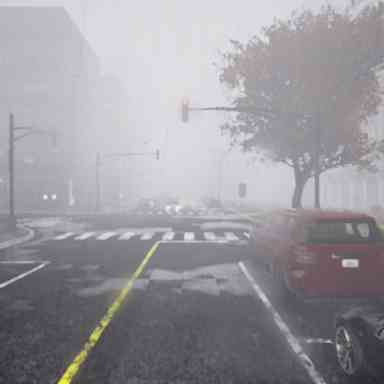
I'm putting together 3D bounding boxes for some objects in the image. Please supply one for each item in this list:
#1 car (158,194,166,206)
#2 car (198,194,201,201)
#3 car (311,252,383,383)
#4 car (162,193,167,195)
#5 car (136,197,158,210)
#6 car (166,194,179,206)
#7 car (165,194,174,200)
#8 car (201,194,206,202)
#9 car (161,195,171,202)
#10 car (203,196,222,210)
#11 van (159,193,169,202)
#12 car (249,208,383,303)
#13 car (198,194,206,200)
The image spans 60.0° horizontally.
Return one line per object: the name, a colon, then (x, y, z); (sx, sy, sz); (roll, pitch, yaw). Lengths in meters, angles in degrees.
car: (-5.676, 1.403, 51.509); (2.008, 1.369, 4.403); (0, 0, 0)
car: (2.708, 1.401, 68.103); (1.802, 1.307, 4.206); (0, 0, 0)
car: (2.693, 1.557, 2.529); (1.947, 1.339, 4.313); (0, 0, 0)
car: (-5.673, 1.270, 62.573); (1.967, 1.590, 4.097); (0, 0, 0)
car: (-5.678, 1.429, 40.443); (2.008, 1.369, 4.403); (0, 0, 0)
car: (-2.987, 1.460, 52.003); (1.895, 1.301, 4.718); (0, 0, 0)
car: (-5.668, 1.228, 84.704); (1.967, 1.590, 4.097); (0, 0, 0)
car: (2.704, 1.378, 51.676); (1.752, 1.417, 4.829); (0, 0, 0)
car: (-5.670, 1.389, 73.638); (1.802, 1.307, 4.206); (0, 0, 0)
car: (2.702, 1.423, 40.440); (1.887, 1.381, 4.507); (0, 0, 0)
van: (-5.672, 1.160, 68.106); (1.690, 1.788, 3.998); (0, 0, 0)
car: (2.695, 1.288, 8.052); (2.192, 1.841, 5.009); (0, 0, 0)
car: (2.714, 1.324, 90.235); (1.887, 1.381, 4.507); (0, 0, 0)
